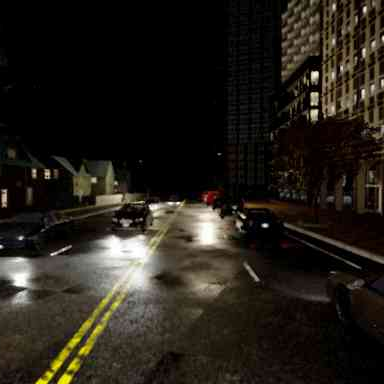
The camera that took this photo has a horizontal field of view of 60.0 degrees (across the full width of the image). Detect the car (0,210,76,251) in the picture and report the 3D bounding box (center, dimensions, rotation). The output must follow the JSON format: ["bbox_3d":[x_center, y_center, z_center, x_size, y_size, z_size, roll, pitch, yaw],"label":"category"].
[{"bbox_3d":[-6.600,1.479,14.058,2.033,1.411,5.357,0,0,0],"label":"car"}]

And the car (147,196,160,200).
[{"bbox_3d":[-6.553,1.362,55.904,1.895,1.301,4.718,0,0,1],"label":"car"}]

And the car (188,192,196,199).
[{"bbox_3d":[0.002,1.154,91.668,1.994,1.385,4.181,0,0,0],"label":"car"}]

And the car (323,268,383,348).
[{"bbox_3d":[3.342,1.528,3.792,2.033,1.411,5.357,0,0,1],"label":"car"}]

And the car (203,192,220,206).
[{"bbox_3d":[3.251,1.004,49.579,2.150,2.045,5.566,0,0,0],"label":"car"}]

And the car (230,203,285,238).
[{"bbox_3d":[3.347,1.482,17.179,1.994,1.385,4.181,0,0,0],"label":"car"}]

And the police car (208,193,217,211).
[{"bbox_3d":[3.251,1.249,38.655,1.930,1.638,5.238,0,0,0],"label":"police car"}]

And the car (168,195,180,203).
[{"bbox_3d":[-3.277,1.304,62.056,1.994,1.385,4.181,0,0,1],"label":"car"}]

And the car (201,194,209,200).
[{"bbox_3d":[3.252,1.282,82.592,1.895,1.301,4.718,0,0,0],"label":"car"}]

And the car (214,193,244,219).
[{"bbox_3d":[3.251,1.224,27.511,2.097,1.767,4.553,0,0,0],"label":"car"}]

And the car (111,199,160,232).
[{"bbox_3d":[-3.349,1.400,19.311,2.128,1.511,4.902,0,0,0],"label":"car"}]
